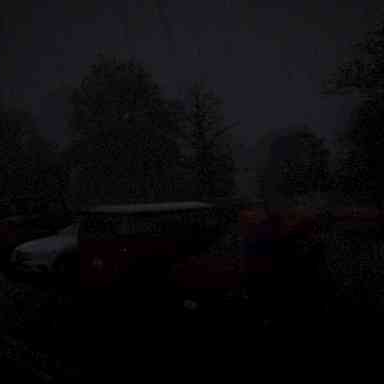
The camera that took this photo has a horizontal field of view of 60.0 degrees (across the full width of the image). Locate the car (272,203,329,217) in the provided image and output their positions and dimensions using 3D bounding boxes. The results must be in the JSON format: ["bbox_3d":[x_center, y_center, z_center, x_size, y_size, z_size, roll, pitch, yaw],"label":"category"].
[{"bbox_3d":[6.809,1.513,19.461,2.097,1.535,5.008,0,0,36],"label":"car"}]

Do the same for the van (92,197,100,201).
[{"bbox_3d":[-6.645,1.400,29.212,1.878,1.987,4.442,-1,0,36],"label":"van"}]

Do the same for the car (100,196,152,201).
[{"bbox_3d":[-4.343,1.342,27.460,2.435,2.045,5.566,-1,0,36],"label":"car"}]

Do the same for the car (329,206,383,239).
[{"bbox_3d":[9.166,1.498,17.779,2.097,1.535,5.008,0,0,36],"label":"car"}]

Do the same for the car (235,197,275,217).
[{"bbox_3d":[4.639,1.402,20.977,2.185,1.767,4.553,0,0,36],"label":"car"}]

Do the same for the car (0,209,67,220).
[{"bbox_3d":[-5.343,1.571,12.106,2.163,1.488,4.792,0,0,36],"label":"car"}]

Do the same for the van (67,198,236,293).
[{"bbox_3d":[-0.774,1.287,8.953,1.878,1.987,4.442,0,0,36],"label":"van"}]

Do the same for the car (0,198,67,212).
[{"bbox_3d":[-7.638,1.305,13.673,2.435,2.045,5.566,0,0,36],"label":"car"}]

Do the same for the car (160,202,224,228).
[{"bbox_3d":[0.145,1.558,24.215,2.231,1.521,4.892,0,0,36],"label":"car"}]

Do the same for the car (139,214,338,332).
[{"bbox_3d":[1.422,1.498,7.249,2.097,1.535,5.008,0,0,36],"label":"car"}]

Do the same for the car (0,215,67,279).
[{"bbox_3d":[-3.099,1.567,10.472,2.002,1.452,4.674,0,0,36],"label":"car"}]
